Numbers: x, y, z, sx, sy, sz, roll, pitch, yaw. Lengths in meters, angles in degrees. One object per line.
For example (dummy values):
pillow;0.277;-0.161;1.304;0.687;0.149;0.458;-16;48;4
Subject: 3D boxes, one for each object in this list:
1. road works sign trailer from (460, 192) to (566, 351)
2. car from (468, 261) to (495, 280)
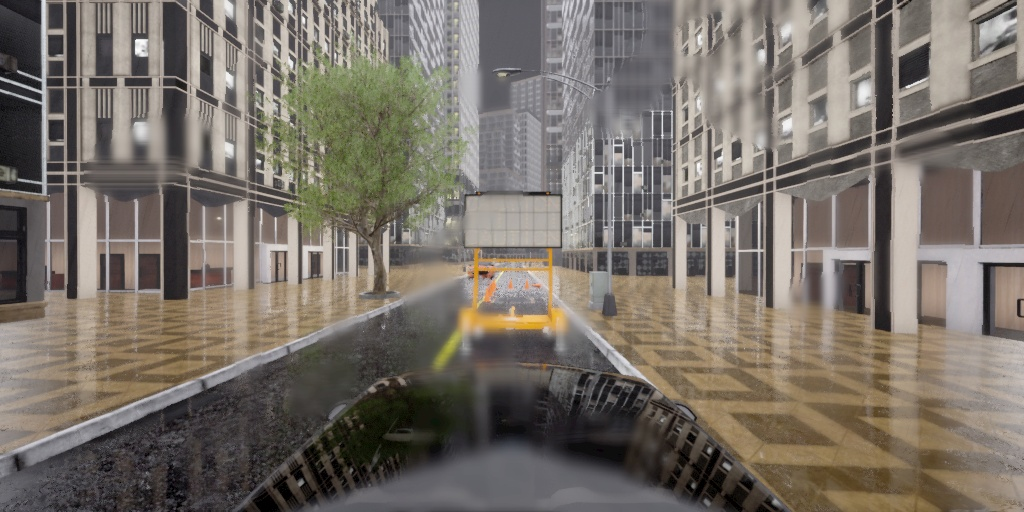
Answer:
road works sign trailer;0.034;0.214;8.941;2.380;3.560;2.880;0;0;0
car;-2.626;1.117;31.442;2.097;1.767;4.553;0;0;0
